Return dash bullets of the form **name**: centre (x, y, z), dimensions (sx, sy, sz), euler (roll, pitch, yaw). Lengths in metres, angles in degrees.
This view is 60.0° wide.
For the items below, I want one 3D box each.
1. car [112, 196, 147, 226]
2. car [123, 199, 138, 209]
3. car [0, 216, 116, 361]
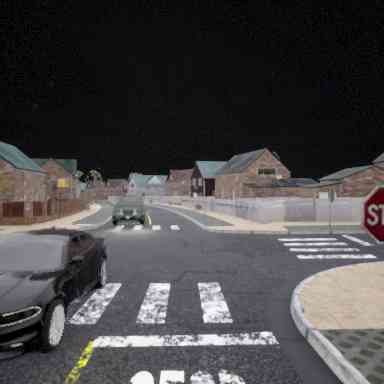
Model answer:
- **car**: centre (-4.488, 1.291, 24.316), dimensions (2.150, 2.045, 5.566), euler (0, 0, -7)
- **car**: centre (-9.047, 1.776, 48.616), dimensions (1.895, 1.301, 4.718), euler (0, 0, -13)
- **car**: centre (-2.924, 1.483, 6.325), dimensions (1.882, 1.535, 5.008), euler (0, 0, -3)
